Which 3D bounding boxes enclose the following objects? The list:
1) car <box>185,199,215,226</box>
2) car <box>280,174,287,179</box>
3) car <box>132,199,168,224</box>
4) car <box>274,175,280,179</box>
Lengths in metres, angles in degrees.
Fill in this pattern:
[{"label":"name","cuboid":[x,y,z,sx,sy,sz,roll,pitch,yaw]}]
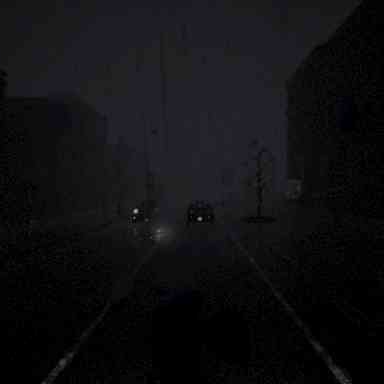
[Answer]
[{"label":"car","cuboid":[0.552,1.455,23.292,2.128,1.511,4.902,0,0,1]},{"label":"car","cuboid":[24.642,-3.916,83.380,2.185,1.767,4.553,0,1,-4]},{"label":"car","cuboid":[-3.014,1.315,24.613,2.097,1.767,4.553,0,0,1]},{"label":"car","cuboid":[24.289,-3.899,88.895,2.097,1.535,5.008,0,1,-2]}]
